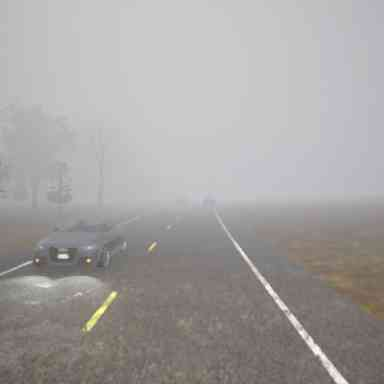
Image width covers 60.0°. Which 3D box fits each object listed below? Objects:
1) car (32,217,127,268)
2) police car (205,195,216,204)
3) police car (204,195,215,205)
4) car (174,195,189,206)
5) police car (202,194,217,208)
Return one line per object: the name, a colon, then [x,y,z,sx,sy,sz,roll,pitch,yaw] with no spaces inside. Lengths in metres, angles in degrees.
car: [-3.494,1.558,11.059,1.994,1.385,4.181,0,0,1]
police car: [3.623,1.376,64.610,1.930,1.638,5.238,0,0,4]
police car: [3.175,1.382,58.647,1.930,1.638,5.238,0,0,4]
car: [-1.724,1.313,54.361,2.097,1.767,4.553,0,0,4]
police car: [2.523,1.392,48.702,1.930,1.638,5.238,0,0,3]
